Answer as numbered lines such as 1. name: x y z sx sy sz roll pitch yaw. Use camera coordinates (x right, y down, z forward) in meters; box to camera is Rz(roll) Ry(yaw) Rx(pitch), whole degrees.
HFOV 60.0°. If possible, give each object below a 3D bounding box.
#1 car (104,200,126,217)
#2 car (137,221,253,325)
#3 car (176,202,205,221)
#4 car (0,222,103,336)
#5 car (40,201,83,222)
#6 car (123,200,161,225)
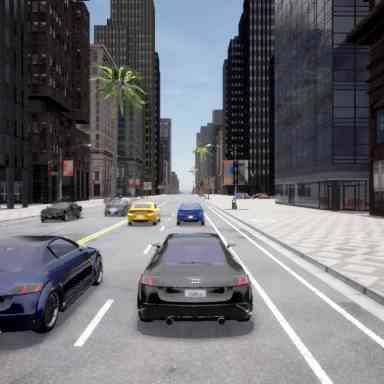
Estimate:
1. car: -6.874 1.491 31.201 2.128 1.511 4.902 0 0 0
2. car: 0.036 1.563 7.230 1.994 1.385 4.181 0 0 0
3. car: -0.110 1.477 24.034 1.882 1.535 5.008 0 0 -1
4. car: -3.210 1.563 6.778 1.994 1.385 4.181 0 0 0
5. car: -10.079 1.477 26.004 1.882 1.535 5.008 0 0 -1
6. car: -3.361 1.477 24.008 1.882 1.535 5.008 0 0 0
